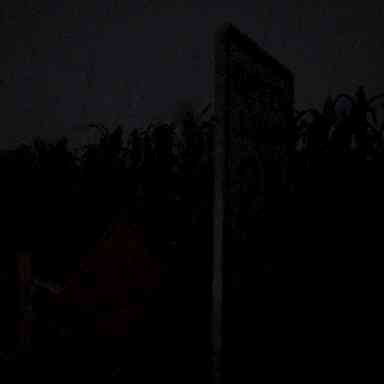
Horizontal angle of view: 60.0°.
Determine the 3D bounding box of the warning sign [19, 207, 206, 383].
[{"bbox_3d":[-0.687,1.112,3.100,1.060,1.860,1.300,1,0,37],"label":"warning sign"}]
